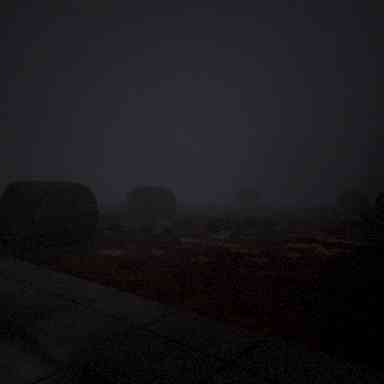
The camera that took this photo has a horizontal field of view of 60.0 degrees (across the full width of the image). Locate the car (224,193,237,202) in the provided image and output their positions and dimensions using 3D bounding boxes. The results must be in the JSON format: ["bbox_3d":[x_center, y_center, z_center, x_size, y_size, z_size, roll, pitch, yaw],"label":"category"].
[{"bbox_3d":[9.128,1.132,73.544,3.866,1.878,1.905,-2,6,-6],"label":"car"}]
